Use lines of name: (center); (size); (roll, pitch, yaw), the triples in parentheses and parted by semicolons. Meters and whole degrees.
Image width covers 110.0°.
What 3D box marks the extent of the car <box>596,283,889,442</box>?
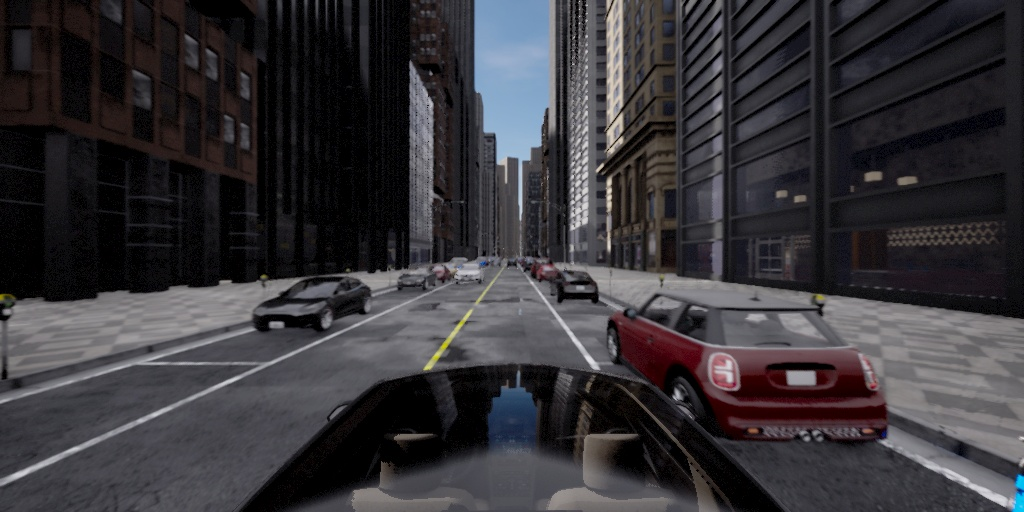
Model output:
car: (2.763, 1.191, 5.365); (1.967, 1.591, 4.097); (0, 0, 0)

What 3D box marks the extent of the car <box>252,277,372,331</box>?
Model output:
car: (-5.760, 1.319, 10.963); (1.948, 1.339, 4.313); (0, 0, 0)

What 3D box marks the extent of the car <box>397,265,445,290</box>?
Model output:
car: (-5.757, 1.311, 22.182); (2.007, 1.370, 4.403); (0, 0, 0)

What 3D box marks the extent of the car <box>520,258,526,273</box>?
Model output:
car: (2.366, 1.284, 45.191); (1.837, 1.490, 4.892); (0, 0, 0)

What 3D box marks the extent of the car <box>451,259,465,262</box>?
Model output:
car: (-5.754, 1.295, 33.230); (1.751, 1.417, 4.829); (0, 0, 0)

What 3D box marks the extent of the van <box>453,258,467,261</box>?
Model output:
van: (-5.753, 1.115, 39.010); (1.690, 1.789, 3.998); (0, 0, 0)

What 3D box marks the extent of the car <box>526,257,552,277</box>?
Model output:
car: (2.771, 1.084, 33.410); (2.192, 1.841, 5.009); (0, 0, 0)

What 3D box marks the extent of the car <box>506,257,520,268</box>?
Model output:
car: (0.017, 1.301, 63.072); (1.837, 1.490, 4.892); (0, 0, 0)

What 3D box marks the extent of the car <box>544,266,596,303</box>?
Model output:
car: (2.766, 1.322, 16.583); (1.948, 1.339, 4.313); (0, 0, 0)

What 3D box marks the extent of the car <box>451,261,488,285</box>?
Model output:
car: (-3.092, 1.289, 26.797); (1.812, 1.442, 4.674); (0, 0, 0)

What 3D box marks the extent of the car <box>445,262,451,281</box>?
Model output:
car: (-5.756, 1.347, 27.791); (1.802, 1.307, 4.207); (0, 0, 0)

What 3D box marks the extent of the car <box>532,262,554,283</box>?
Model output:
car: (2.769, 1.346, 27.801); (1.802, 1.307, 4.207); (0, 0, 0)
